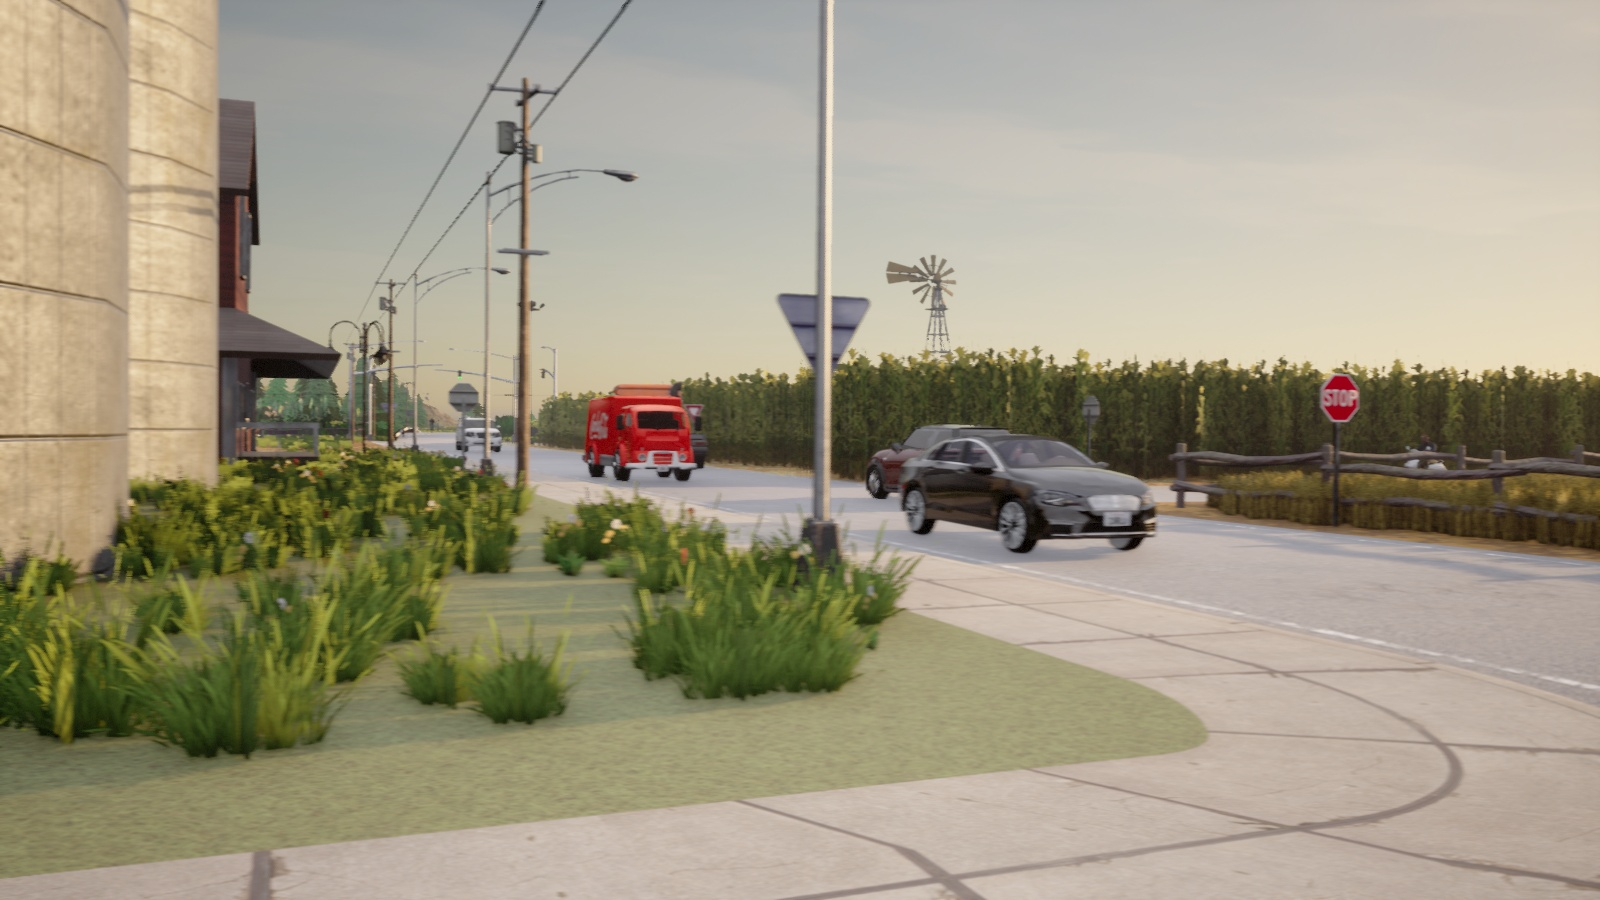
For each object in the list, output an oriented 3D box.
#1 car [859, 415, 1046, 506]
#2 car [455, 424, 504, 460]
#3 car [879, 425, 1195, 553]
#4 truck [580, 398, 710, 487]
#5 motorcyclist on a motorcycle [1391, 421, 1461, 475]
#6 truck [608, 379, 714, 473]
[{"bbox_3d":[3.153,0.176,27.021,2.097,1.767,4.553,-1,1,-21],"label":"car"},{"bbox_3d":[-19.042,-0.508,74.445,2.150,2.045,5.566,-1,1,-21],"label":"car"},{"bbox_3d":[3.085,0.430,17.631,2.128,1.511,4.902,-1,1,-20],"label":"car"},{"bbox_3d":[-4.732,-0.259,37.622,2.627,2.467,5.204,-1,1,-21],"label":"truck"},{"bbox_3d":[18.813,-0.077,37.752,1.817,1.590,0.866,-1,1,-21],"label":"motorcyclist on a motorcycle"},{"bbox_3d":[-5.735,-0.957,50.541,2.891,3.462,7.936,-1,1,-16],"label":"truck"}]
